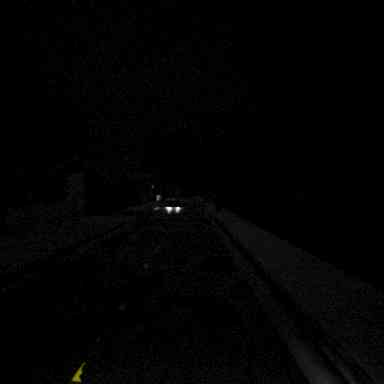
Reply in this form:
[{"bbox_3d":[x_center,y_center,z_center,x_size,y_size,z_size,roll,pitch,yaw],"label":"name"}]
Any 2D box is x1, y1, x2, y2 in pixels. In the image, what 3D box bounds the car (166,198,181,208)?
[{"bbox_3d":[-2.732,1.600,49.562,1.994,1.385,4.181,0,0,0],"label":"car"}]
